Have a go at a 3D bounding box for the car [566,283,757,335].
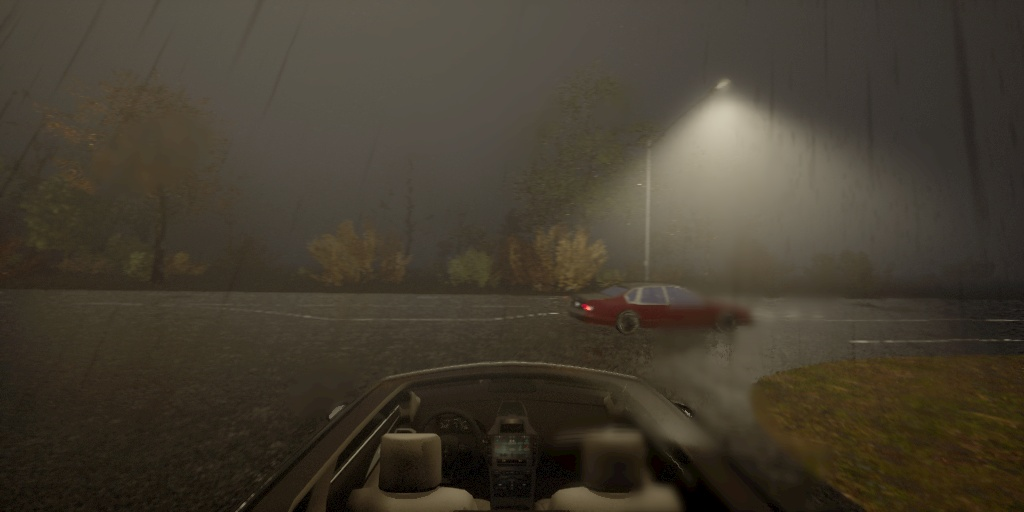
[{"bbox_3d":[4.400,1.529,10.891,5.357,1.411,2.033,1,-1,-7],"label":"car"}]
